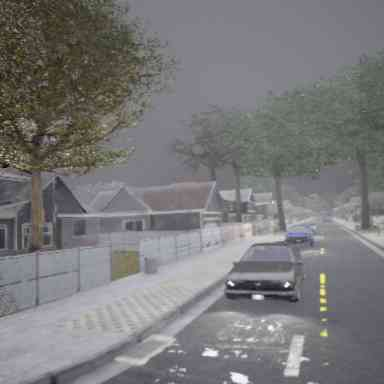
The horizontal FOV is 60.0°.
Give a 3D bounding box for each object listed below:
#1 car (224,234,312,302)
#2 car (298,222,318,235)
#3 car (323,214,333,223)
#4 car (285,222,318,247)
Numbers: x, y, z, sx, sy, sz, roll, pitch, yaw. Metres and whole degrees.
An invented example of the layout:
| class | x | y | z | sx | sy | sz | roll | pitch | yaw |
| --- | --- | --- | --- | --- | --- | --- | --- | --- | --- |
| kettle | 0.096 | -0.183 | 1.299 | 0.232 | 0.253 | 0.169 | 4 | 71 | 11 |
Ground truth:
| class | x | y | z | sx | sy | sz | roll | pitch | yaw |
| --- | --- | --- | --- | --- | --- | --- | --- | --- | --- |
| car | 2.552 | 2.335 | 10.606 | 2.033 | 1.411 | 5.357 | -5 | -5 | 21 |
| car | 13.434 | 4.175 | 38.289 | 1.895 | 1.301 | 4.718 | -5 | -5 | 22 |
| car | 32.578 | 6.648 | 79.594 | 2.128 | 1.511 | 4.902 | -5 | -5 | 21 |
| car | 8.066 | 3.175 | 24.726 | 1.882 | 1.535 | 5.008 | -5 | -5 | 21 |
